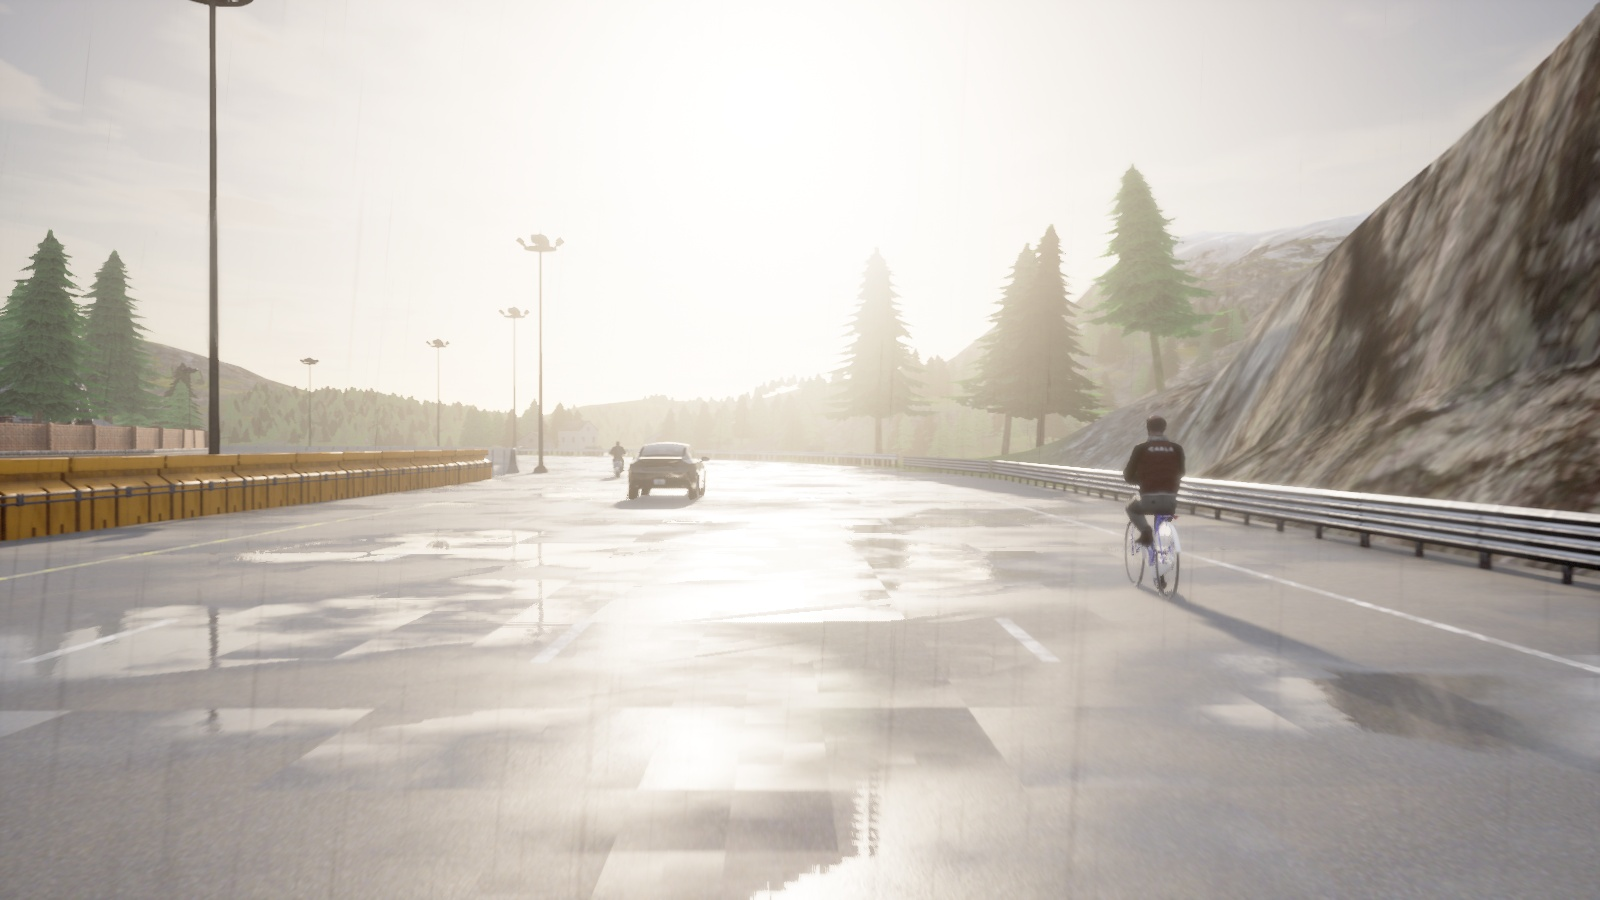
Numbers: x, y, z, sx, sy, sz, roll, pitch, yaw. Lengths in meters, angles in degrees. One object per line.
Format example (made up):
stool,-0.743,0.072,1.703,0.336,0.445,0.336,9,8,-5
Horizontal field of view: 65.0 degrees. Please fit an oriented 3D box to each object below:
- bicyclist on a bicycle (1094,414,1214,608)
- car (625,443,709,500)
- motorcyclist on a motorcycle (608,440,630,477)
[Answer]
bicyclist on a bicycle,3.453,0.550,12.411,0.659,1.776,1.843,0,0,0
car,-3.637,0.551,35.098,1.837,1.490,4.892,0,0,0
motorcyclist on a motorcycle,-7.964,0.383,55.219,0.866,1.590,1.817,-1,0,-5
